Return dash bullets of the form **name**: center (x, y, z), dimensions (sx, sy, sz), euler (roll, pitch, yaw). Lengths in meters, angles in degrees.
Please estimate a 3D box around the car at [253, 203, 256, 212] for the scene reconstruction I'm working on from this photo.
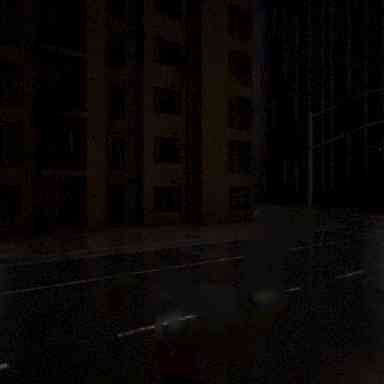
- **car**: center (5.133, 1.353, 37.660), dimensions (2.097, 1.767, 4.553), euler (0, 0, -35)
